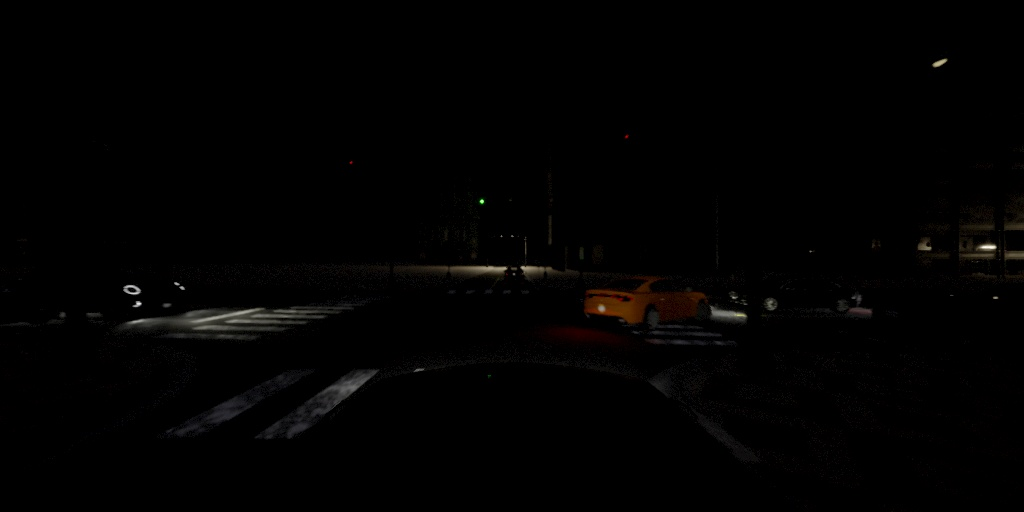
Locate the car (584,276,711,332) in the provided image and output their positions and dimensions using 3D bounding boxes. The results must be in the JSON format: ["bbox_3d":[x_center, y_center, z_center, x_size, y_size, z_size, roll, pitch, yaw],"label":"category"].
[{"bbox_3d":[4.507,1.399,11.684,5.008,1.535,1.882,2,-3,-38],"label":"car"}]

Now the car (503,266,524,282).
[{"bbox_3d":[0.183,1.625,33.274,2.033,1.411,5.357,0,-1,0],"label":"car"}]

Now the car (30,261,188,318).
[{"bbox_3d":[-13.870,1.052,12.186,4.553,1.767,2.097,1,-1,2],"label":"car"}]

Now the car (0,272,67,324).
[{"bbox_3d":[-14.757,1.212,9.466,4.403,1.370,2.007,0,0,0],"label":"car"}]

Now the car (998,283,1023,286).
[{"bbox_3d":[21.839,1.825,15.322,4.718,1.301,1.895,1,-1,0],"label":"car"}]

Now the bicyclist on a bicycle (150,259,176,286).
[{"bbox_3d":[-20.441,1.001,20.985,0.582,1.620,1.656,1,0,0],"label":"bicyclist on a bicycle"}]

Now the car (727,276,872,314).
[{"bbox_3d":[11.921,1.586,15.352,4.892,1.490,1.837,1,-1,0],"label":"car"}]

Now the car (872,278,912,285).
[{"bbox_3d":[17.825,1.742,17.995,4.403,1.370,2.007,0,0,0],"label":"car"}]

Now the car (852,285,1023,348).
[{"bbox_3d":[12.151,1.593,9.486,4.313,1.339,1.948,0,0,0],"label":"car"}]
